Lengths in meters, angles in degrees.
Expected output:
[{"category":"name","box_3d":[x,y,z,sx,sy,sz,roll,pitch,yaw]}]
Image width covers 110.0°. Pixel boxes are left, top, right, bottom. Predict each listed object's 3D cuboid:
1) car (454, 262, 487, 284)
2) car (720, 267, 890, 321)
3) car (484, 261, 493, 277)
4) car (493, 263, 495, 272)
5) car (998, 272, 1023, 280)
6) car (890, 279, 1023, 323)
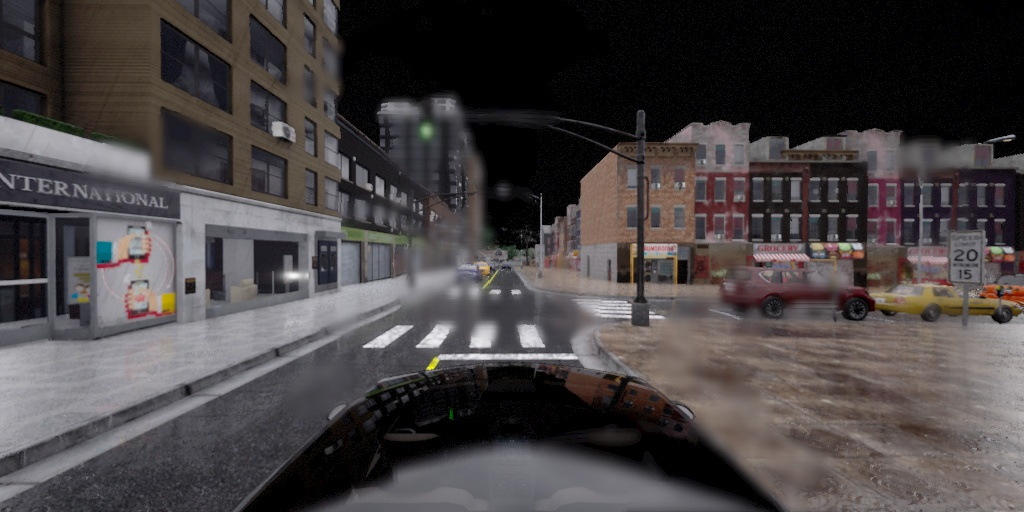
[{"category":"car","box_3d":[-3.289,1.402,28.206,1.812,1.442,4.674,0,0,0]},{"category":"car","box_3d":[10.603,1.367,13.595,5.009,1.841,2.192,0,0,-1]},{"category":"car","box_3d":[-3.495,1.458,40.274,1.882,1.535,5.008,0,0,-1]},{"category":"car","box_3d":[-3.727,1.538,56.278,2.097,1.767,4.553,0,-1,-1]},{"category":"car","box_3d":[24.630,1.643,16.333,4.553,1.767,2.097,1,0,-1]},{"category":"car","box_3d":[16.317,1.679,13.680,4.829,1.417,1.751,0,0,-1]}]
